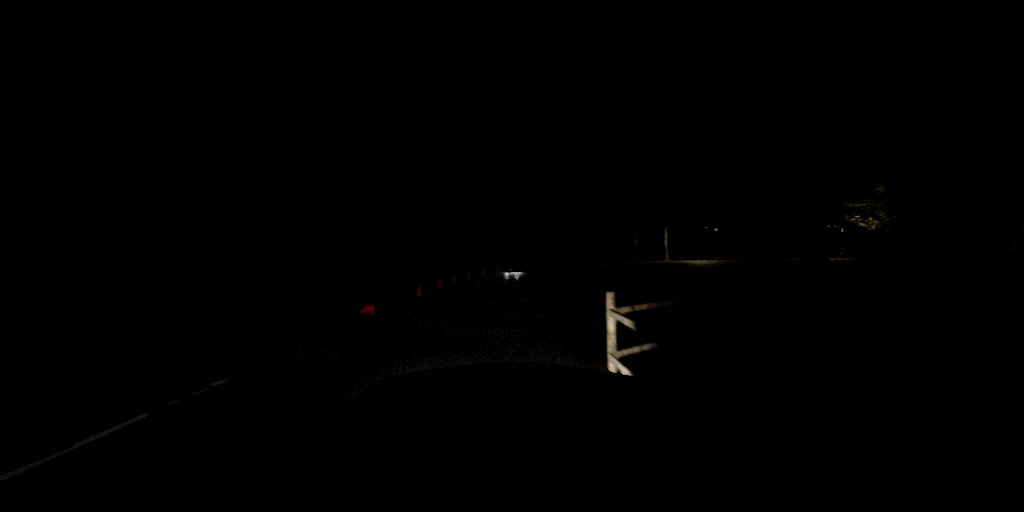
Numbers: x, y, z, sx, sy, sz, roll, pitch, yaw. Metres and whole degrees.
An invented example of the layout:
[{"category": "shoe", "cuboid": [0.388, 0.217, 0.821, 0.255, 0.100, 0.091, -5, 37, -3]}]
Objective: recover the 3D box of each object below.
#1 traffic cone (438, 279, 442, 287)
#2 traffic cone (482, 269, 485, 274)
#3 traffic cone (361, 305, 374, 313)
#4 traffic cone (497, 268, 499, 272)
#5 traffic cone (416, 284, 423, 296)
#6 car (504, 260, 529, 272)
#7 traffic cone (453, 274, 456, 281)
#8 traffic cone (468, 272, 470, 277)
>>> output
[{"category": "traffic cone", "cuboid": [-4.679, 1.729, 23.334, 0.340, 0.580, 0.340, 0, 0, -1]}, {"category": "traffic cone", "cuboid": [-3.093, 1.678, 38.809, 0.340, 0.580, 0.340, 0, 0, 13]}, {"category": "traffic cone", "cuboid": [-4.914, 1.574, 12.413, 0.340, 0.580, 0.340, 0, 0, -1]}, {"category": "traffic cone", "cuboid": [-1.719, 1.652, 43.827, 0.340, 0.580, 0.340, 0, 0, 18]}, {"category": "traffic cone", "cuboid": [-4.747, 1.738, 18.361, 0.340, 0.580, 0.340, 0, 0, -2]}, {"category": "car", "cuboid": [0.672, 1.213, 44.552, 2.033, 1.411, 5.357, -1, 0, 19]}, {"category": "traffic cone", "cuboid": [-4.576, 1.718, 28.517, 0.340, 0.580, 0.340, 0, 0, 3]}, {"category": "traffic cone", "cuboid": [-4.047, 1.700, 33.694, 0.340, 0.580, 0.340, 0, 0, 8]}]
